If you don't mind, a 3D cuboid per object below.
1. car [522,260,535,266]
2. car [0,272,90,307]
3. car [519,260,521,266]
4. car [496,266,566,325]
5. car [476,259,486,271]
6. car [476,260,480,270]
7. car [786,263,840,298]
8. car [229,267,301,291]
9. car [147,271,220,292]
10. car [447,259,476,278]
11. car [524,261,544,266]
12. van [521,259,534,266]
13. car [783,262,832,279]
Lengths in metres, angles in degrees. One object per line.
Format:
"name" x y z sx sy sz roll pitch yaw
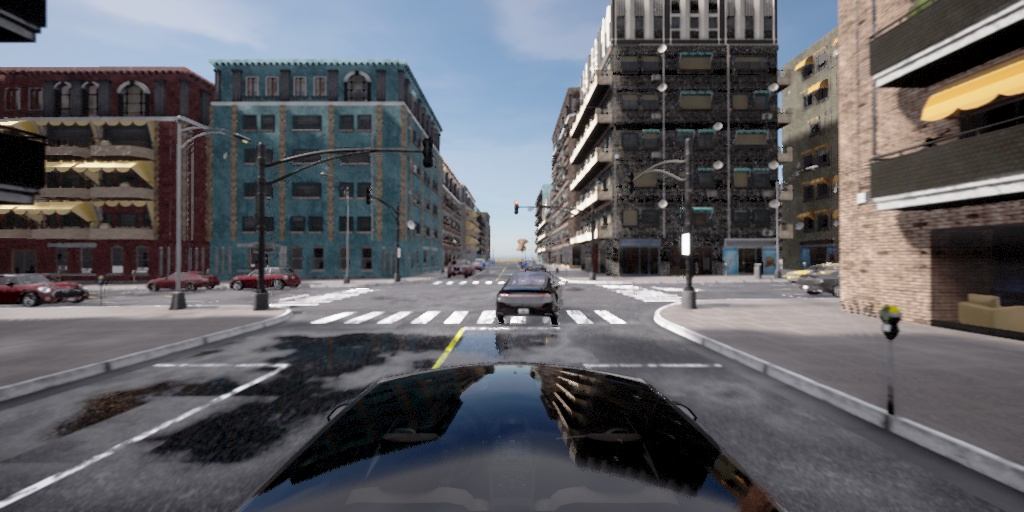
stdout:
"car" 2.602 1.560 47.800 1.802 1.307 4.207 0 0 0
"car" -22.481 1.519 16.716 4.097 1.591 1.967 0 0 0
"car" 2.615 1.494 64.456 1.967 1.591 4.097 0 0 0
"car" 0.737 1.289 12.121 2.128 1.511 4.902 -1 0 10
"car" -5.274 1.548 53.358 1.888 1.381 4.507 0 0 0
"car" -5.283 1.497 42.254 1.888 1.381 4.507 0 0 0
"car" 15.614 1.159 16.396 4.403 1.370 2.007 0 0 0
"car" -16.888 1.505 24.558 4.097 1.591 1.967 0 0 0
"car" -22.436 1.715 24.601 4.207 1.307 1.802 0 0 0
"car" -5.288 1.240 36.702 2.192 1.841 5.009 0 0 0
"car" 2.592 1.492 36.696 1.948 1.339 4.313 0 0 0
"van" 2.606 1.344 53.352 1.690 1.789 3.998 0 0 0
"car" 21.151 1.117 24.230 4.829 1.417 1.751 0 0 0
